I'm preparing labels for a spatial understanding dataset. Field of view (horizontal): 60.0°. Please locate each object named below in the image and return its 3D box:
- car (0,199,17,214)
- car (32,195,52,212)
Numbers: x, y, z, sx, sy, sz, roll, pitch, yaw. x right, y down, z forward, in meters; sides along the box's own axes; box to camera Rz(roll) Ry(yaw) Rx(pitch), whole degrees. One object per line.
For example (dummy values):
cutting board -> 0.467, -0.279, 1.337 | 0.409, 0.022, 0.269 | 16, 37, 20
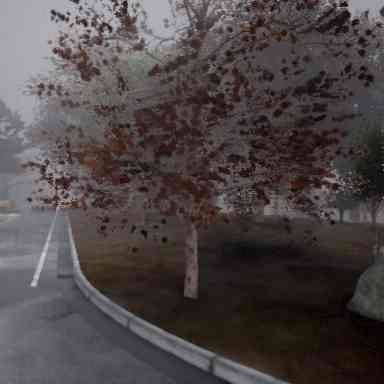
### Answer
car -> -20.865, 1.562, 37.175 | 1.882, 1.535, 5.008 | 1, -1, -21
car -> -19.028, 1.377, 42.309 | 2.150, 2.045, 5.566 | 1, -1, -21
